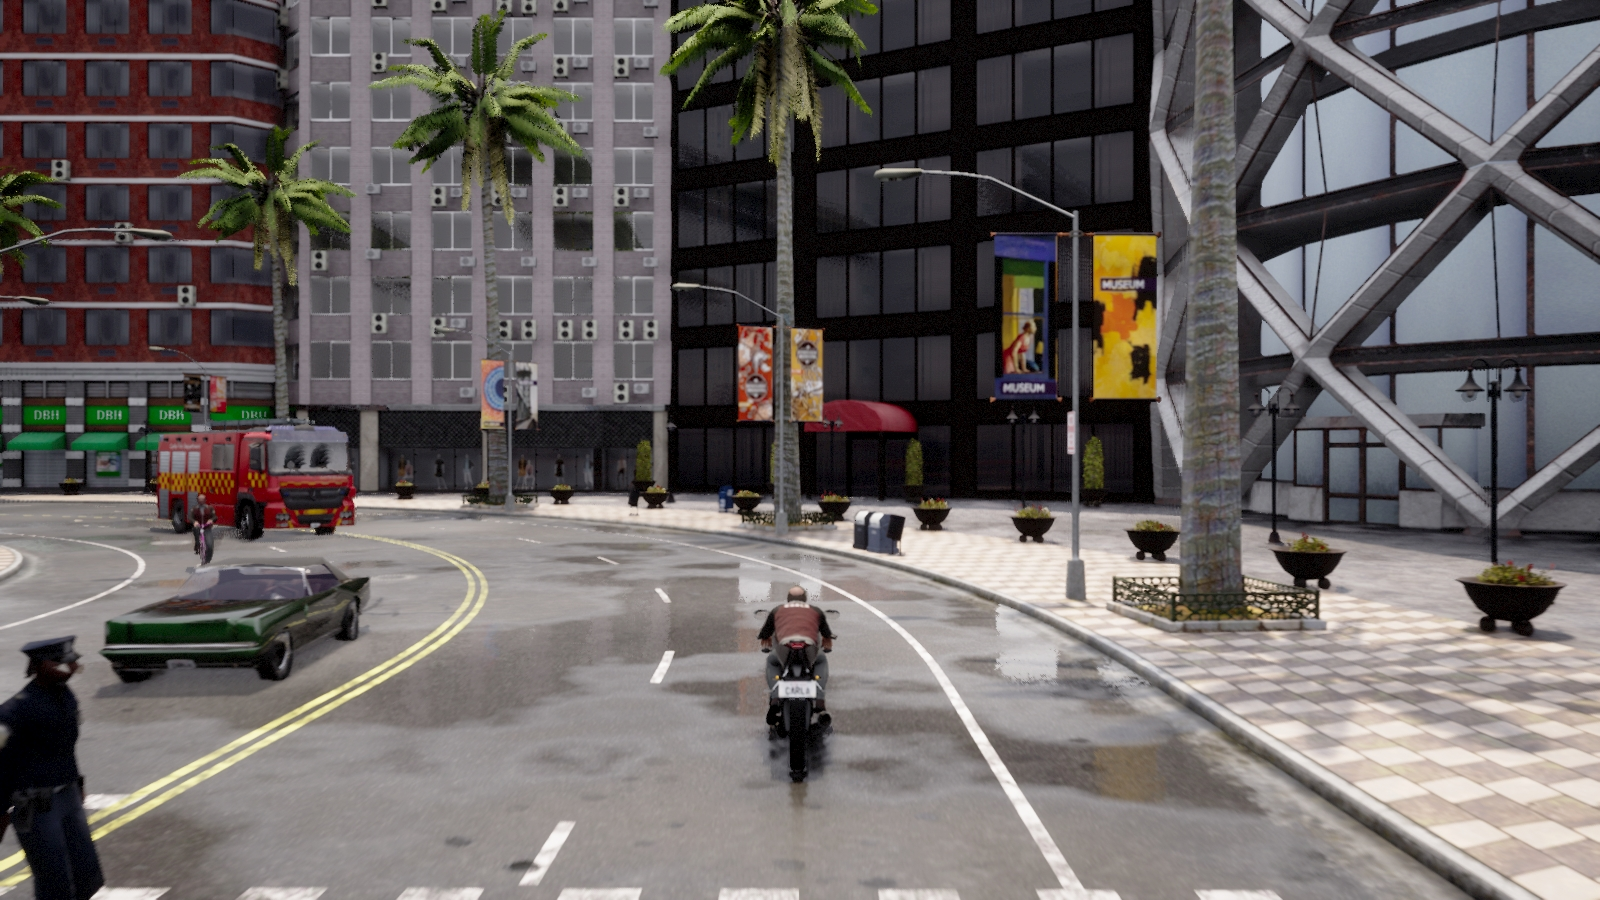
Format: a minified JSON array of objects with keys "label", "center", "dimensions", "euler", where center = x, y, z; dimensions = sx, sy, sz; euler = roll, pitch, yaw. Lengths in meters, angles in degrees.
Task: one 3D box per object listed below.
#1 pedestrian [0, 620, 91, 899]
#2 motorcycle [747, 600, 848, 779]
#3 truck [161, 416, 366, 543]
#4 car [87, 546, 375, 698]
[{"label":"pedestrian","center":[-4.003,1.848,5.954],"dimensions":[0.375,1.860,0.375],"euler":[0,0,4]},{"label":"motorcycle","center":[-0.031,2.204,10.933],"dimensions":[0.867,1.251,2.209],"euler":[0,0,0]},{"label":"truck","center":[-18.139,0.889,38.349],"dimensions":[8.468,3.827,2.891],"euler":[0,0,40]},{"label":"car","center":[-7.354,2.154,15.373],"dimensions":[1.895,1.301,4.718],"euler":[0,0,-5]}]
